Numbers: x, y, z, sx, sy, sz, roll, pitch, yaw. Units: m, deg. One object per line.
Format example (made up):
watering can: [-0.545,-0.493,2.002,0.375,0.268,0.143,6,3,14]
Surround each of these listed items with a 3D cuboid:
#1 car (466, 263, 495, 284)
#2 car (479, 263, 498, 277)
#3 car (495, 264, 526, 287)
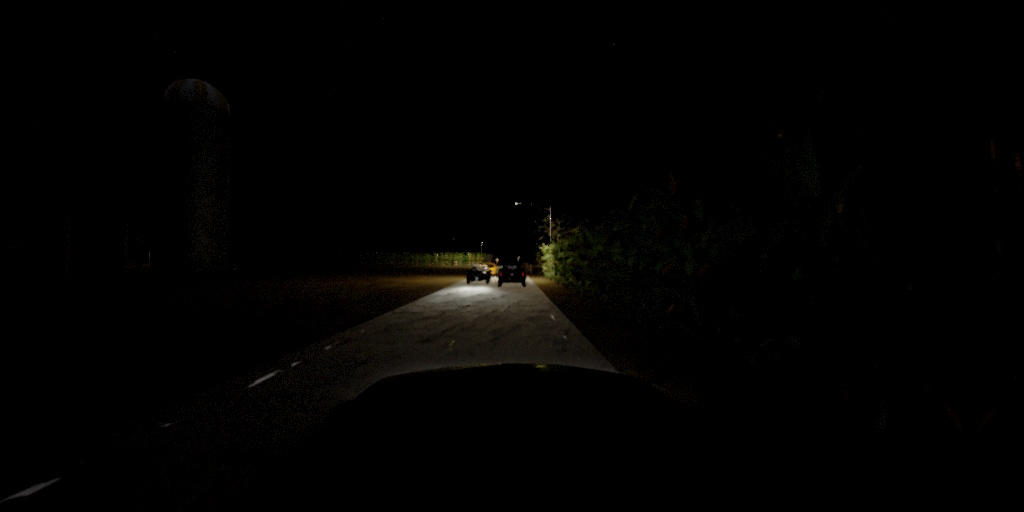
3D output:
car: [-2.756,1.530,30.620,2.128,1.511,4.902,0,-1,0]
car: [-2.757,1.641,43.239,1.882,1.535,5.008,0,-1,0]
car: [0.012,1.361,27.756,2.097,1.767,4.553,0,-1,0]
